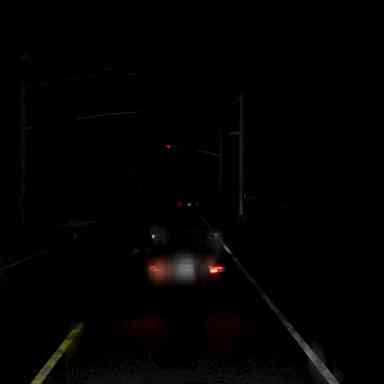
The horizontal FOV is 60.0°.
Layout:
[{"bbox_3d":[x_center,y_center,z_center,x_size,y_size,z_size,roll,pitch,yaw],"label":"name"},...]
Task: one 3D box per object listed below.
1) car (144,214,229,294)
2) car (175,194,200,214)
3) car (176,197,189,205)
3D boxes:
[{"bbox_3d":[-0.167,1.547,8.918,2.033,1.411,5.357,0,0,-1],"label":"car"},{"bbox_3d":[-0.443,1.221,32.210,2.150,2.045,5.566,0,0,-4],"label":"car"},{"bbox_3d":[-1.689,1.547,58.890,2.033,1.411,5.357,0,0,-2],"label":"car"}]
